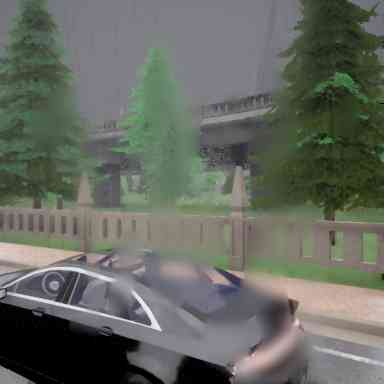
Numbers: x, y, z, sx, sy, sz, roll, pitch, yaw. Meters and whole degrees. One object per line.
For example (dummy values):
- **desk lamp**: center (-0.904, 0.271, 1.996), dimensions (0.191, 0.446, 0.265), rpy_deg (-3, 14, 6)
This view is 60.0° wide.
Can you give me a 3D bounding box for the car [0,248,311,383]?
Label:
- **car**: center (-1.100, 1.492, 4.193), dimensions (4.902, 1.511, 2.128), rpy_deg (0, 0, 33)
